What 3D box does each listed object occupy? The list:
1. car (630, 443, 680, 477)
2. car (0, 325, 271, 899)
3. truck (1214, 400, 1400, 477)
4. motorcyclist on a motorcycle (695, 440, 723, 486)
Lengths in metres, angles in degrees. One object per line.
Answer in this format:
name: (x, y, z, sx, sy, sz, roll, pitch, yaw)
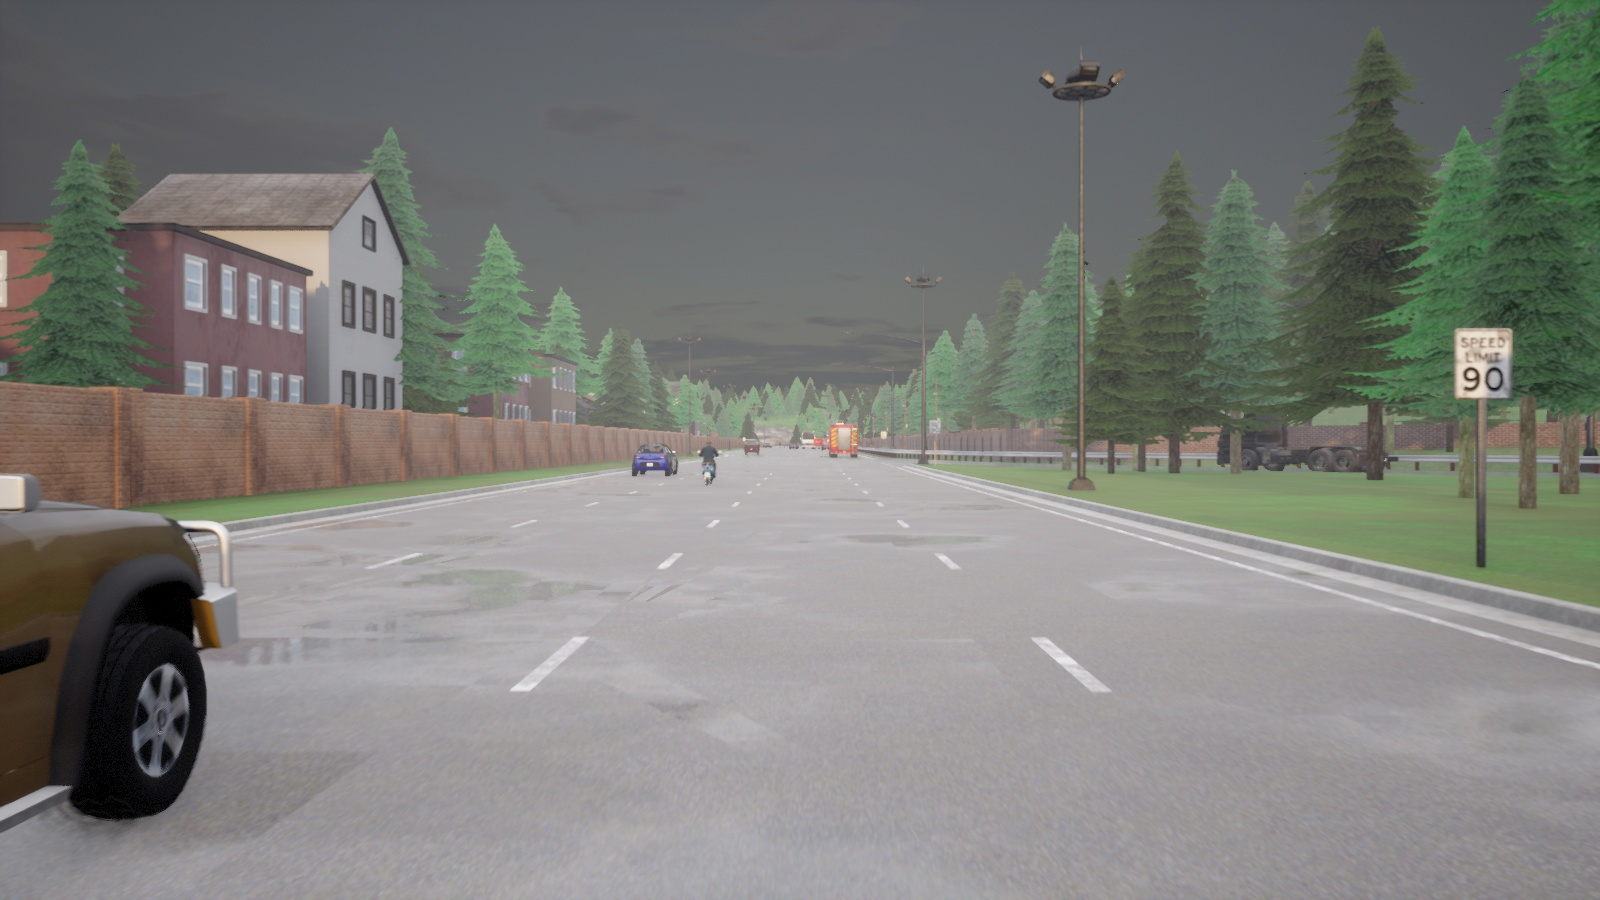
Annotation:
car: (-6.655, 0.428, 57.992, 1.816, 1.474, 4.193, 0, 0, 0)
car: (-3.464, 0.543, 3.588, 1.932, 1.855, 4.605, 0, 1, 0)
truck: (24.205, -0.556, 60.376, 2.891, 3.462, 7.936, 0, 0, -38)
motorcyclist on a motorcycle: (-3.231, 0.445, 44.816, 0.866, 1.590, 1.817, 0, 0, 0)
